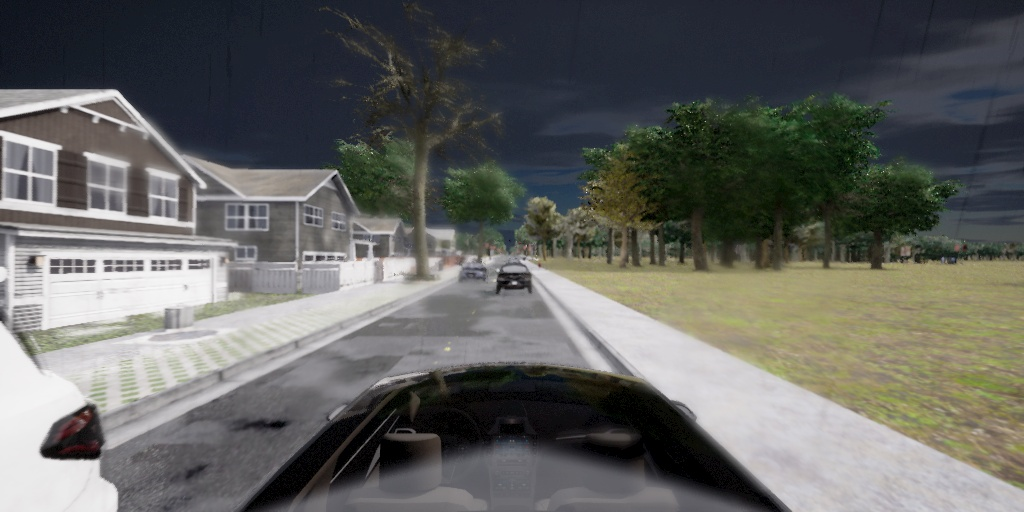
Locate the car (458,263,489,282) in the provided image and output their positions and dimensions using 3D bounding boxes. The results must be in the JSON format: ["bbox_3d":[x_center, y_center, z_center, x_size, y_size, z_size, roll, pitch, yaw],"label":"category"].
[{"bbox_3d":[-2.807,1.191,26.824,1.994,1.385,4.181,0,0,0],"label":"car"}]

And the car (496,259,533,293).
[{"bbox_3d":[0.129,1.141,20.047,1.882,1.535,5.008,0,1,0],"label":"car"}]
